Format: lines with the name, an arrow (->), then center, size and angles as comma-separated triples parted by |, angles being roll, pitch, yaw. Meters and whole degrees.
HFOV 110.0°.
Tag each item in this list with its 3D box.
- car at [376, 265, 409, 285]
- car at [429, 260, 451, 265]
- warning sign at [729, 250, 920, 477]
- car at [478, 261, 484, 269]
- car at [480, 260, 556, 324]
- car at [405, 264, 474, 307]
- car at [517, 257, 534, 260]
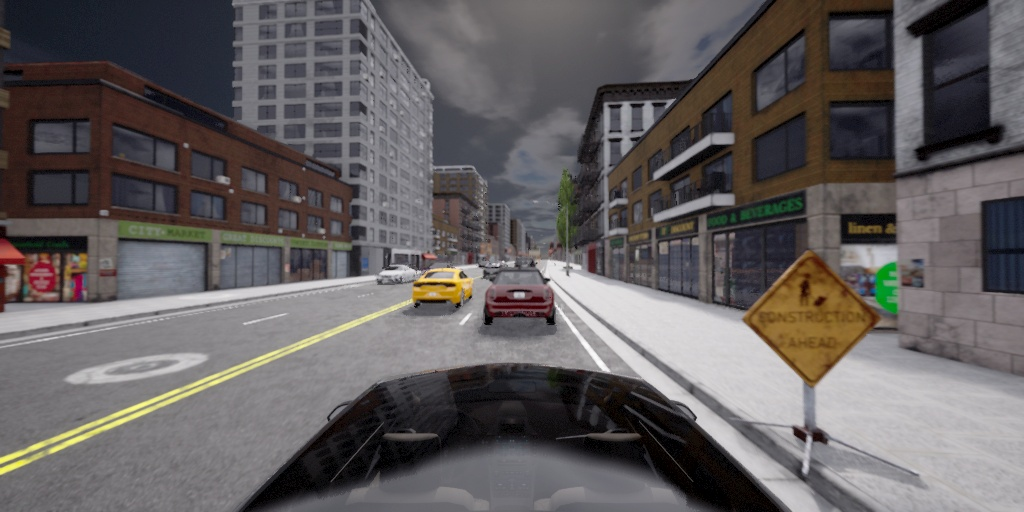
car -> -9.037, 1.416, 28.370 | 1.812, 1.442, 4.674 | 0, 0, 3
car -> -5.778, 1.243, 28.379 | 2.097, 1.767, 4.553 | 0, 0, 3
warning sign -> 2.853, 0.873, 3.433 | 1.300, 1.860, 1.060 | 0, 0, 0
car -> -1.776, 1.437, 36.801 | 2.128, 1.511, 4.902 | 0, 0, 4
car -> 0.268, 1.150, 12.288 | 2.097, 1.767, 4.553 | 0, 0, 1
car -> -2.883, 1.295, 15.855 | 1.882, 1.535, 5.008 | 0, 0, 2
car -> 1.407, 1.161, 35.893 | 2.150, 2.045, 5.566 | 0, 0, 4
